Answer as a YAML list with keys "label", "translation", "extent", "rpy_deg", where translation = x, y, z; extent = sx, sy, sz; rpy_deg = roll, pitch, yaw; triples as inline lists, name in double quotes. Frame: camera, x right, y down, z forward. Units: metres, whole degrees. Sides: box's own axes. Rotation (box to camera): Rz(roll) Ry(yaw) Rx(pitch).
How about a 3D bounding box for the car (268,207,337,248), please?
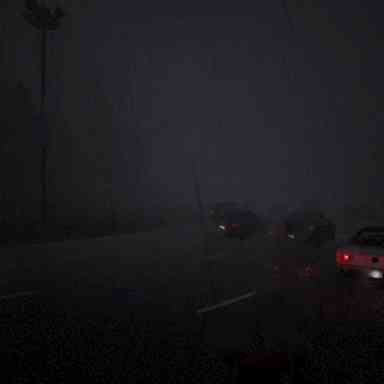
- label: "car"
  translation: [5.391, 1.631, 15.486]
  extent: [1.812, 1.442, 4.674]
  rpy_deg: [0, 0, 34]

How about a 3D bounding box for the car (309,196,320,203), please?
- label: "car"
  translation: [30.999, 1.899, 84.491]
  extent: [2.097, 1.767, 4.553]
  rpy_deg: [0, 0, 13]

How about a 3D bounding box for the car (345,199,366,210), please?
- label: "car"
  translation: [24.440, 1.846, 49.812]
  extent: [1.812, 1.442, 4.674]
  rpy_deg: [0, 0, 13]

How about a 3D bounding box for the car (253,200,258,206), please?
- label: "car"
  translation: [7.951, 1.799, 45.470]
  extent: [1.882, 1.535, 5.008]
  rpy_deg: [0, -1, 13]

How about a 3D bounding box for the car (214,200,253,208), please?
- label: "car"
  translation: [3.004, 1.540, 25.980]
  extent: [2.097, 1.767, 4.553]
  rpy_deg: [0, -1, 22]

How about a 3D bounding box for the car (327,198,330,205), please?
- label: "car"
  translation: [27.809, 1.899, 70.336]
  extent: [1.895, 1.301, 4.718]
  rpy_deg: [0, 0, 13]

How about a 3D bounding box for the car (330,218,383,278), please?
- label: "car"
  translation: [5.744, 1.662, 9.582]
  extent: [1.895, 1.301, 4.718]
  rpy_deg: [0, 0, 39]

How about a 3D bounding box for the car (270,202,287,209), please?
- label: "car"
  translation: [10.011, 1.868, 38.639]
  extent: [1.895, 1.301, 4.718]
  rpy_deg: [0, 0, 13]

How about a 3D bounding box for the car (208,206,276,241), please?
- label: "car"
  translation: [2.585, 1.690, 17.572]
  extent: [1.994, 1.385, 4.181]
  rpy_deg: [0, 0, 34]

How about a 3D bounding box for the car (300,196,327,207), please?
- label: "car"
  translation: [13.073, 1.598, 36.618]
  extent: [2.097, 1.767, 4.553]
  rpy_deg: [0, 0, 13]

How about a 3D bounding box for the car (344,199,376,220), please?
- label: "car"
  translation: [15.101, 1.672, 30.136]
  extent: [1.882, 1.535, 5.008]
  rpy_deg: [0, -1, 15]
